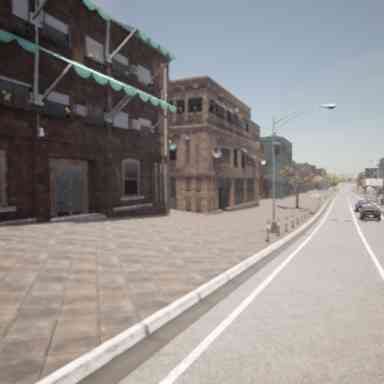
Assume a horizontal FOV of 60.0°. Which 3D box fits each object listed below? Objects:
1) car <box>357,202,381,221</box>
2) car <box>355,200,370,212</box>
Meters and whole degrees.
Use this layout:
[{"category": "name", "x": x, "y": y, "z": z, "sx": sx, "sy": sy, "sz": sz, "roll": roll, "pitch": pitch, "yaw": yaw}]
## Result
[{"category": "car", "x": 19.438, "y": 2.244, "z": 36.354, "sx": 1.837, "sy": 1.490, "sz": 4.892, "roll": 1, "pitch": 1, "yaw": 25}, {"category": "car", "x": 24.287, "y": 1.880, "z": 47.069, "sx": 2.097, "sy": 1.767, "sz": 4.553, "roll": 1, "pitch": 2, "yaw": 24}]
